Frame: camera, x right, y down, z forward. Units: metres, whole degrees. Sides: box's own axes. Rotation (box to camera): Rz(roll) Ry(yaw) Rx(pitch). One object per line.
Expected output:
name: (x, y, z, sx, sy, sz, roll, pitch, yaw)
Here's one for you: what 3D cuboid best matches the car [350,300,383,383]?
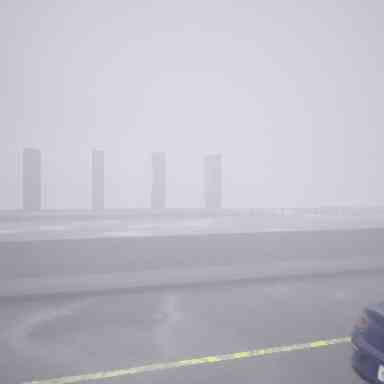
car: (4.019, 1.525, 3.635, 4.674, 1.442, 1.812, 0, 0, -16)
